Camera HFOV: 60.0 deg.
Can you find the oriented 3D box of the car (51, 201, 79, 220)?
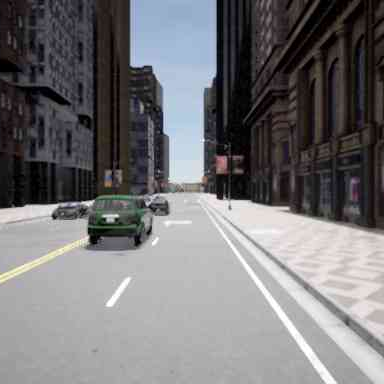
[{"bbox_3d":[-9.846,1.472,27.238,1.994,1.385,4.181,0,0,0],"label":"car"}]

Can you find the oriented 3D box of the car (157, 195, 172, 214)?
[{"bbox_3d":[-3.149,1.394,33.416,1.837,1.490,4.892,0,0,0],"label":"car"}]

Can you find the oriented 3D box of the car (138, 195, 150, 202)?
[{"bbox_3d":[-9.748,1.319,68.490,1.812,1.442,4.674,0,0,0],"label":"car"}]

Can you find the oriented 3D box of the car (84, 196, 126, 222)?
[{"bbox_3d":[-6.597,1.265,25.802,2.097,1.767,4.553,0,0,0],"label":"car"}]

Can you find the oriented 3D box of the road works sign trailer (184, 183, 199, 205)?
[{"bbox_3d":[0.002,0.298,54.342,2.380,3.560,2.880,0,0,0],"label":"road works sign trailer"}]

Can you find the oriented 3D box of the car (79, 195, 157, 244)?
[{"bbox_3d":[-3.148,1.168,15.500,2.150,2.045,5.566,0,0,0],"label":"car"}]

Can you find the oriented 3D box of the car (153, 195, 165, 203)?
[{"bbox_3d":[-6.507,1.321,66.299,1.812,1.442,4.674,0,0,0],"label":"car"}]
